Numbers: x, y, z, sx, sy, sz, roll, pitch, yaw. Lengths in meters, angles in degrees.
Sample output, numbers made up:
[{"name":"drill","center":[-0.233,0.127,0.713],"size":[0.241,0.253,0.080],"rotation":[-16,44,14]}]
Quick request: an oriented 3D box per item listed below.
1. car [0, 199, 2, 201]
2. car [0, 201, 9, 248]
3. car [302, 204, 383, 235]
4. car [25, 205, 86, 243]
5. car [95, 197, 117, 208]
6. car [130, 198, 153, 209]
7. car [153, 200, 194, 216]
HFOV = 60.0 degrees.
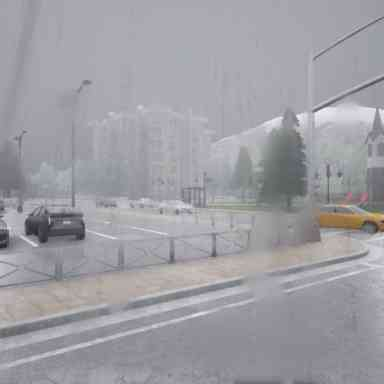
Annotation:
[{"name":"car","center":[-21.592,1.374,36.423],"size":[1.845,1.501,3.633],"rotation":[0,0,-36]},{"name":"car","center":[-8.870,1.331,13.436],"size":[2.152,1.636,5.027],"rotation":[0,0,-36]},{"name":"car","center":[8.901,1.478,19.264],"size":[1.882,1.535,5.008],"rotation":[0,0,-43]},{"name":"car","center":[-6.356,1.340,15.313],"size":[2.007,1.523,4.514],"rotation":[0,0,-36]},{"name":"car","center":[-12.305,1.564,47.348],"size":[1.837,1.490,4.892],"rotation":[0,0,-36]},{"name":"car","center":[-6.816,1.526,45.805],"size":[1.812,1.442,4.674],"rotation":[0,0,-36]},{"name":"car","center":[-1.663,1.526,32.755],"size":[1.812,1.442,4.674],"rotation":[0,0,-37]}]
